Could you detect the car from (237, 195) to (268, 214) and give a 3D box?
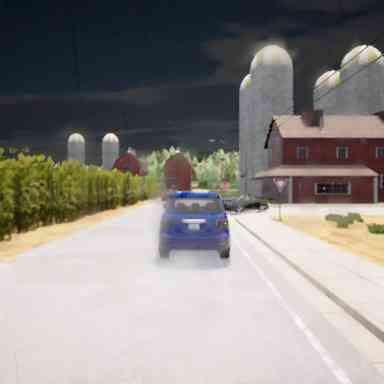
[{"bbox_3d":[4.339,0.992,27.832,4.902,1.511,2.128,-1,1,-39],"label":"car"}]

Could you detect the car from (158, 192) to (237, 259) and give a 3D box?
[{"bbox_3d":[0.102,1.014,11.804,2.150,2.045,5.566,0,1,1],"label":"car"}]

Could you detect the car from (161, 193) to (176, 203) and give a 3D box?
[{"bbox_3d":[-3.353,0.770,48.232,1.895,1.301,4.718,0,1,1],"label":"car"}]
